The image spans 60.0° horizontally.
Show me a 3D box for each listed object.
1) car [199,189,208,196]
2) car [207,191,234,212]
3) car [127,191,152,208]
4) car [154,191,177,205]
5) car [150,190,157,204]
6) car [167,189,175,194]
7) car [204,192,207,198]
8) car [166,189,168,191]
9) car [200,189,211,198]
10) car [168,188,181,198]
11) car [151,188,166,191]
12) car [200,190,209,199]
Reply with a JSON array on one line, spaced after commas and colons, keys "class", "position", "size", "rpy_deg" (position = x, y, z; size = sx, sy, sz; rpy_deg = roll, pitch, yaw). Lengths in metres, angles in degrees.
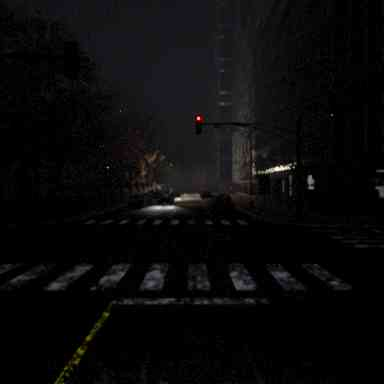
[{"class": "car", "position": [2.579, 0.166, 75.516], "size": [1.752, 1.417, 4.829], "rpy_deg": [0, 1, 0]}, {"class": "car", "position": [2.648, 0.909, 29.901], "size": [1.967, 1.590, 4.097], "rpy_deg": [0, 1, 0]}, {"class": "car", "position": [-5.742, 0.917, 35.567], "size": [1.887, 1.381, 4.507], "rpy_deg": [0, 1, 0]}, {"class": "car", "position": [-3.152, 0.888, 40.317], "size": [1.895, 1.301, 4.718], "rpy_deg": [0, 1, 0]}, {"class": "car", "position": [-5.751, 0.823, 41.249], "size": [2.008, 1.369, 4.403], "rpy_deg": [0, 1, 0]}, {"class": "car", "position": [-5.827, -0.105, 92.389], "size": [1.802, 1.307, 4.206], "rpy_deg": [0, 1, 0]}, {"class": "car", "position": [2.639, 0.935, 35.582], "size": [1.947, 1.339, 4.313], "rpy_deg": [0, 1, 0]}, {"class": "car", "position": [-5.776, 0.548, 58.295], "size": [1.802, 1.307, 4.206], "rpy_deg": [0, 1, 0]}, {"class": "car", "position": [2.597, 0.298, 63.981], "size": [1.967, 1.590, 4.097], "rpy_deg": [0, 1, 0]}, {"class": "car", "position": [-3.097, 0.487, 62.619], "size": [1.895, 1.301, 4.718], "rpy_deg": [0, 1, 0]}, {"class": "car", "position": [-5.767, 0.385, 52.609], "size": [2.192, 1.841, 5.009], "rpy_deg": [0, 1, 0]}, {"class": "car", "position": [2.605, 0.529, 58.303], "size": [1.947, 1.339, 4.313], "rpy_deg": [0, 1, 0]}]
